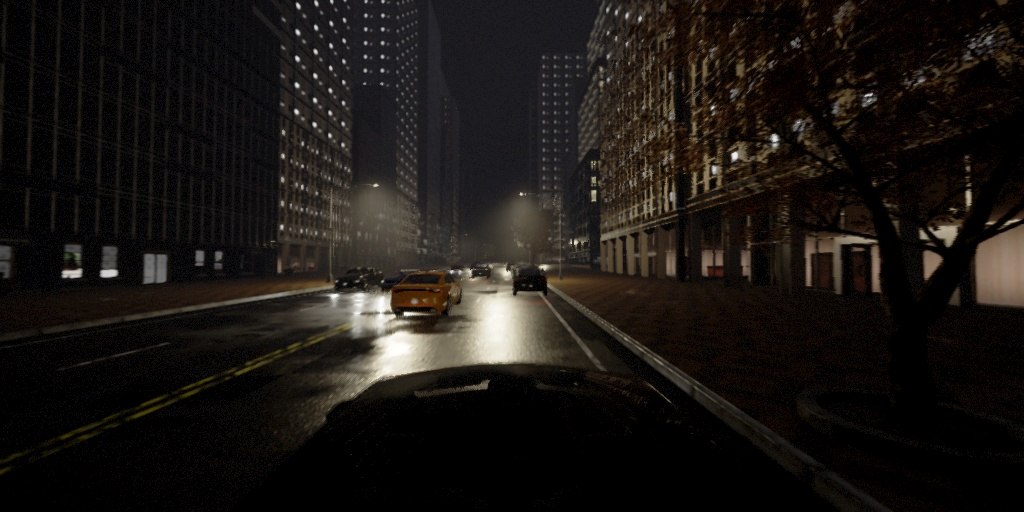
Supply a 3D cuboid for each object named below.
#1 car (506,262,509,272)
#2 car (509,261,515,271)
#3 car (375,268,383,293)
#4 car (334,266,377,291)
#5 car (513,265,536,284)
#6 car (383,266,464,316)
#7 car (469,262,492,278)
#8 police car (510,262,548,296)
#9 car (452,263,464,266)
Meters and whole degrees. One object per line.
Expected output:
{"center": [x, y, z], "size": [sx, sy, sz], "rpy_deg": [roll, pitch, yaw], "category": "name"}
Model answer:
{"center": [-0.007, 1.731, 55.902], "size": [2.128, 1.511, 4.902], "rpy_deg": [0, 0, 0], "category": "car"}
{"center": [0.969, 1.418, 36.925], "size": [2.097, 1.767, 4.553], "rpy_deg": [0, -1, 0], "category": "car"}
{"center": [-6.600, 1.537, 22.421], "size": [1.895, 1.301, 4.718], "rpy_deg": [0, -1, 0], "category": "car"}
{"center": [-9.847, 1.451, 23.568], "size": [1.837, 1.490, 4.892], "rpy_deg": [0, -1, 0], "category": "car"}
{"center": [0.970, 1.518, 30.954], "size": [1.837, 1.490, 4.892], "rpy_deg": [0, 0, 0], "category": "car"}
{"center": [-3.152, 1.339, 14.067], "size": [1.882, 1.535, 5.008], "rpy_deg": [0, 0, 0], "category": "car"}
{"center": [-3.156, 1.569, 38.122], "size": [2.128, 1.511, 4.902], "rpy_deg": [0, -1, 0], "category": "car"}
{"center": [0.972, 1.349, 21.063], "size": [1.930, 1.638, 5.238], "rpy_deg": [0, -1, 0], "category": "police car"}
{"center": [-9.767, 1.925, 64.356], "size": [1.895, 1.301, 4.718], "rpy_deg": [0, -1, 0], "category": "car"}
